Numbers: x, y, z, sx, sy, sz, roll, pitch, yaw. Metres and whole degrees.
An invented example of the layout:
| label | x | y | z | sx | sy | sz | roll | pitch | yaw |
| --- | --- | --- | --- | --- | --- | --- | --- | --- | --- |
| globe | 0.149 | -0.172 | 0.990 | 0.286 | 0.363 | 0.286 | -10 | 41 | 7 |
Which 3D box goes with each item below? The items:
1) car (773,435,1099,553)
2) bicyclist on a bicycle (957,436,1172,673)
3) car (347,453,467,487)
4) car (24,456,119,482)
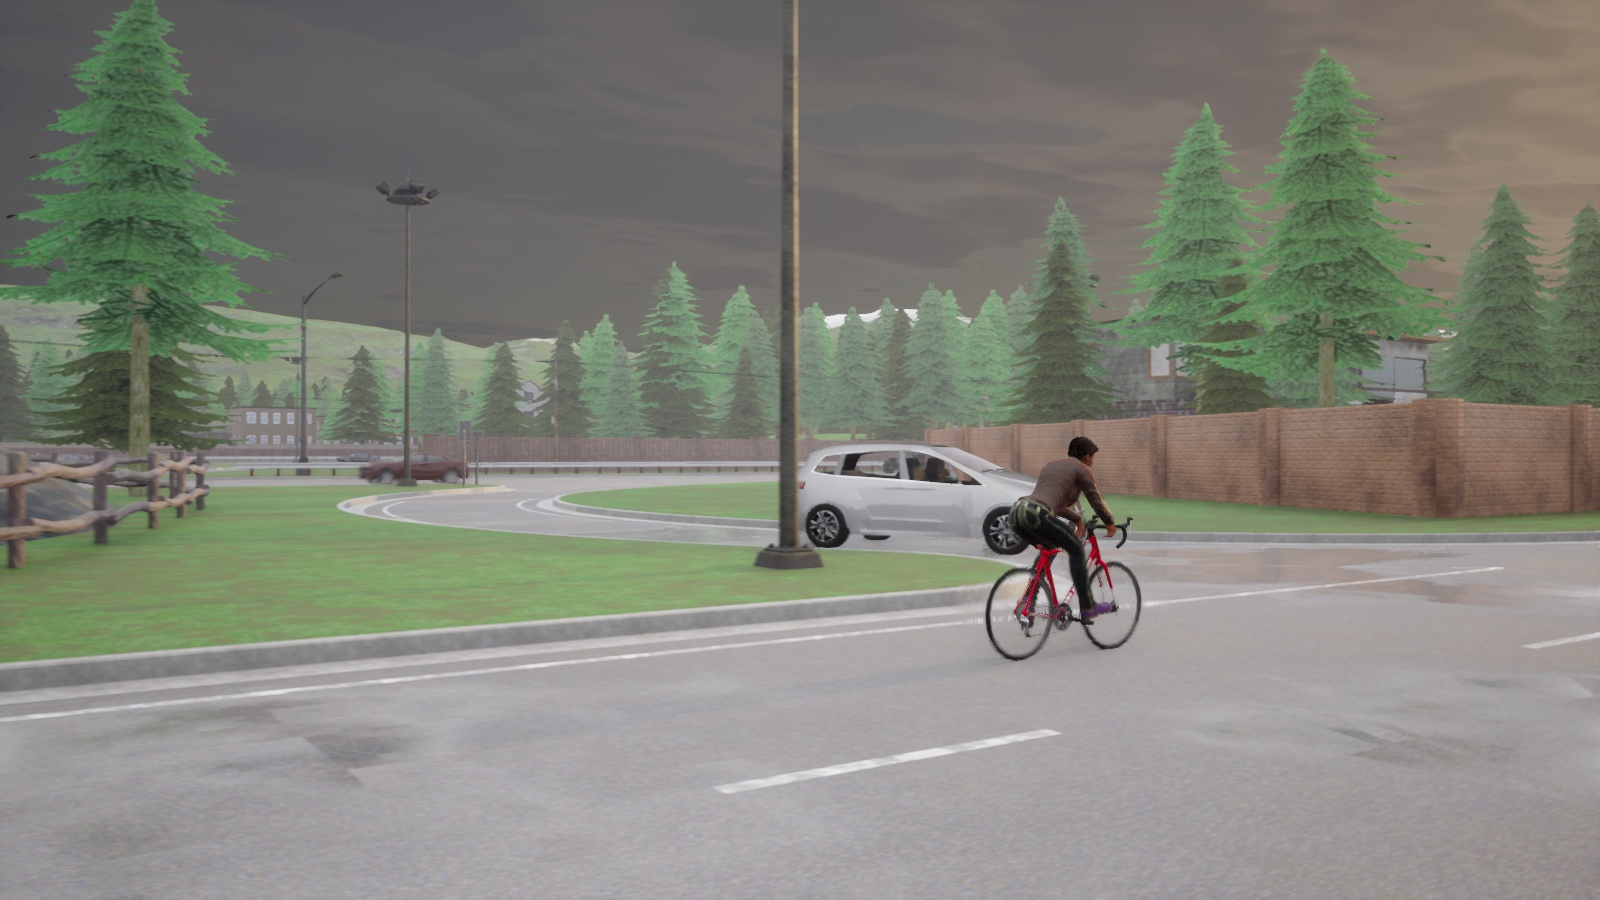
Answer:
| label | x | y | z | sx | sy | sz | roll | pitch | yaw |
| --- | --- | --- | --- | --- | --- | --- | --- | --- | --- |
| car | 2.146 | 0.635 | 19.848 | 4.611 | 1.667 | 2.242 | 0 | 0 | 27 |
| bicyclist on a bicycle | 1.980 | 0.716 | 9.301 | 1.656 | 1.620 | 0.582 | 0 | 0 | -35 |
| car | -18.344 | 0.905 | 58.691 | 5.008 | 1.535 | 1.882 | 0 | 0 | -35 |
| car | -40.721 | 1.051 | 70.375 | 2.033 | 1.411 | 5.357 | 0 | 0 | 2 |
